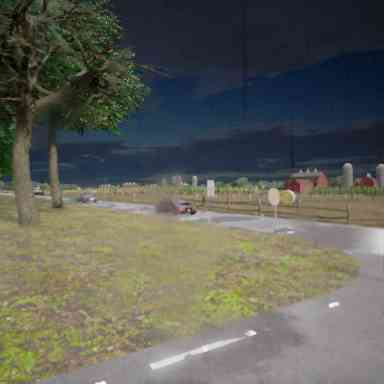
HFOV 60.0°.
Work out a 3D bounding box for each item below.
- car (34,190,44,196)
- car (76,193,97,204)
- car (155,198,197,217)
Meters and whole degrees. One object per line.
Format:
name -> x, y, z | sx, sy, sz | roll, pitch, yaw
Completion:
car -> -39.622, 0.289, 85.632 | 1.882, 1.535, 5.008 | -1, 1, -36
car -> -14.838, 0.852, 46.674 | 2.128, 1.511, 4.902 | -1, 1, -35
car -> -1.417, 1.250, 28.066 | 1.994, 1.385, 4.181 | -1, 1, -36
